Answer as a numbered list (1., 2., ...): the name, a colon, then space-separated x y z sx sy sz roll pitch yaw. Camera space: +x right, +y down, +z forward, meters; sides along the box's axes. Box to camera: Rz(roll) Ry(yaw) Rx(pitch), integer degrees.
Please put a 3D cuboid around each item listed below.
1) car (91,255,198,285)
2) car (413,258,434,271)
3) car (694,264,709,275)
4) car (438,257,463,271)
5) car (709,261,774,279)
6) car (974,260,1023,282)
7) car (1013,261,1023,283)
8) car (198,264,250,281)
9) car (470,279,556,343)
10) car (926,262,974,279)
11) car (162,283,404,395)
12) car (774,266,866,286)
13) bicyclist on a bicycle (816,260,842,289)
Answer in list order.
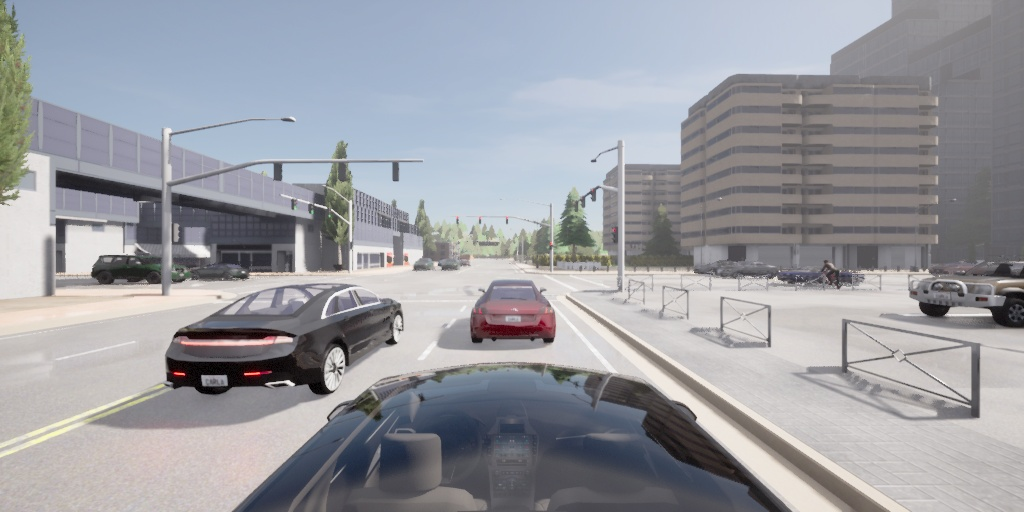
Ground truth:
1. car: -26.426 0.958 25.635 5.566 2.045 2.150 1 0 -1
2. car: -11.813 1.091 48.082 2.097 1.767 4.553 0 0 -1
3. car: 20.306 1.246 34.868 4.892 1.490 1.837 0 0 -2
4. car: -8.339 1.094 49.070 2.097 1.767 4.553 0 0 -1
5. car: 20.536 1.234 31.373 4.902 1.511 2.128 0 0 -2
6. car: 45.459 1.290 32.026 5.357 1.411 2.033 0 0 -2
7. car: 43.309 1.308 28.389 4.181 1.385 1.994 0 0 -1
8. car: -24.041 1.307 29.386 4.181 1.385 1.994 0 0 -1
9. car: 0.014 1.312 9.667 1.994 1.385 4.181 0 0 0
10. car: 44.097 1.306 35.497 4.181 1.385 1.994 0 0 -1
11. car: -3.472 1.240 6.610 2.128 1.511 4.902 0 0 0
12. car: 20.874 1.345 24.218 4.718 1.301 1.895 0 0 -1
13. bicyclist on a bicycle: 17.933 1.048 20.308 0.582 1.620 1.656 0 0 -2
